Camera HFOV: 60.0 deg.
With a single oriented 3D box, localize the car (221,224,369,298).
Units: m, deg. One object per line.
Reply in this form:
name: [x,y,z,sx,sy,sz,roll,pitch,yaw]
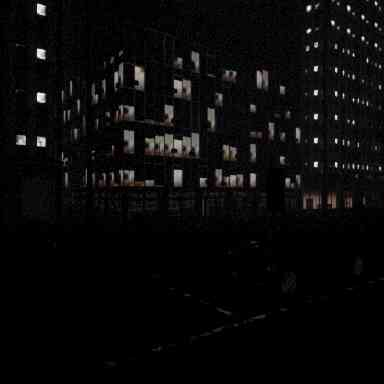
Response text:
car: [2.756,1.545,8.530,4.507,1.381,1.887,0,0,-36]
